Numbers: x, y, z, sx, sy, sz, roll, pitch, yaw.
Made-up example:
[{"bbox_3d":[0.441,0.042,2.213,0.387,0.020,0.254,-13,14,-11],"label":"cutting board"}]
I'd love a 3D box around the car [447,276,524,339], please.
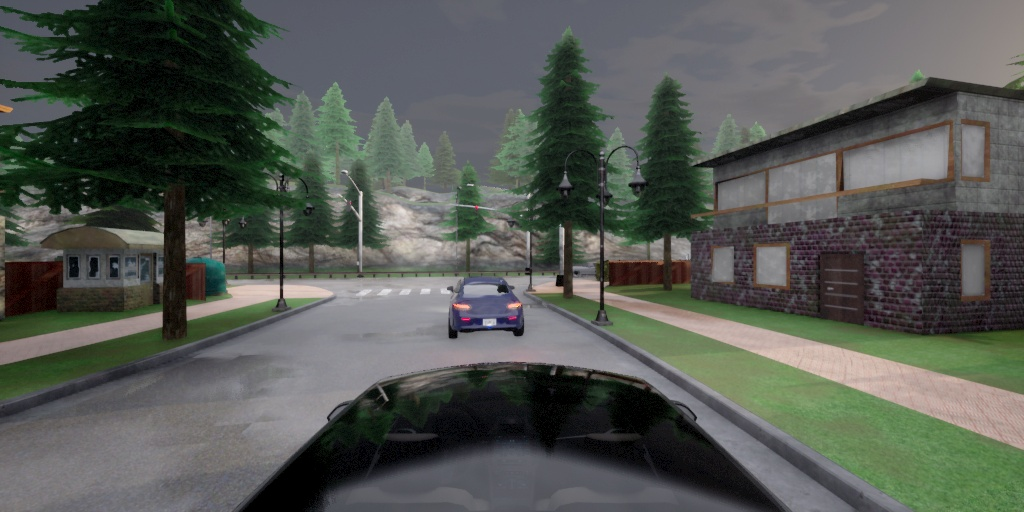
[{"bbox_3d":[-0.834,1.276,10.086,1.812,1.442,4.674,0,0,-9],"label":"car"}]

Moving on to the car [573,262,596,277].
[{"bbox_3d":[6.873,1.193,32.218,4.718,1.301,1.895,0,0,-12],"label":"car"}]
